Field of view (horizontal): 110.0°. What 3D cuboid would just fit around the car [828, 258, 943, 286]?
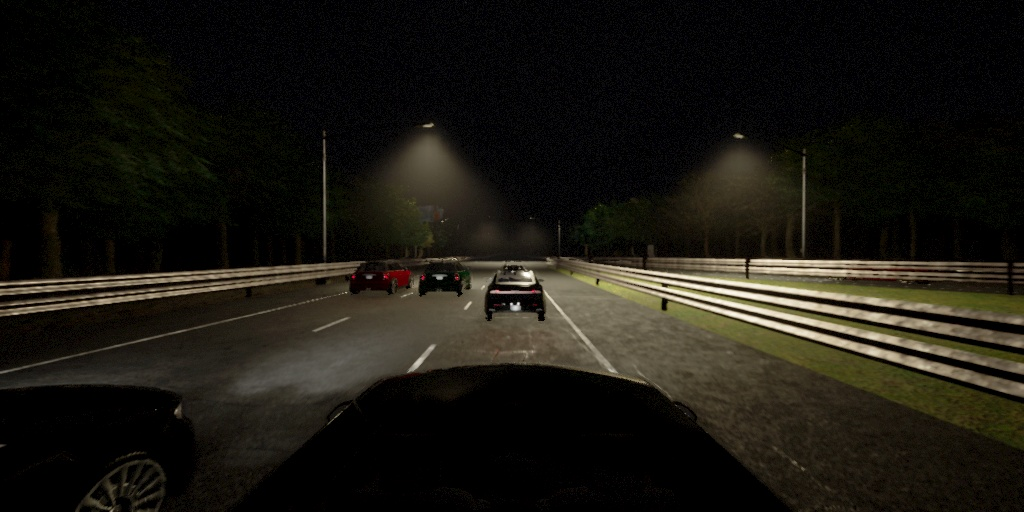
[{"bbox_3d":[21.599,0.870,21.007,2.163,1.488,4.792,0,0,-24],"label":"car"}]

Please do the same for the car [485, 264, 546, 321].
[{"bbox_3d":[0.103,1.224,12.469,2.128,1.511,4.902,0,0,0],"label":"car"}]

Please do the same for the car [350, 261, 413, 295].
[{"bbox_3d":[-6.895,1.039,19.445,2.097,1.767,4.553,0,0,0],"label":"car"}]

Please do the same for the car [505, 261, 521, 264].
[{"bbox_3d":[0.109,1.171,35.233,1.895,1.301,4.718,0,0,0],"label":"car"}]

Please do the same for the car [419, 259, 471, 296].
[{"bbox_3d":[-3.395,1.043,18.944,2.097,1.767,4.553,0,0,0],"label":"car"}]

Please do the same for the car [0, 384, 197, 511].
[{"bbox_3d":[-3.400,1.240,0.808,2.128,1.511,4.902,0,0,0],"label":"car"}]
